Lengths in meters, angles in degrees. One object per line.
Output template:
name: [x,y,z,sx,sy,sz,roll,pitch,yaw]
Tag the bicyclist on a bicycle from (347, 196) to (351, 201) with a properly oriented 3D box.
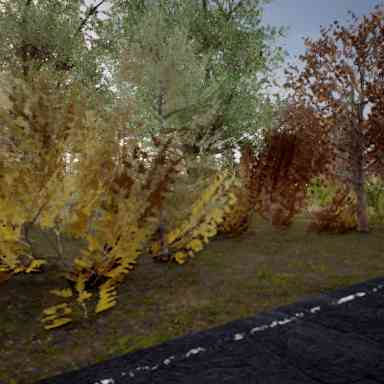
bicyclist on a bicycle: [19.255,1.031,41.129,1.656,1.620,0.582,0,1,-36]
